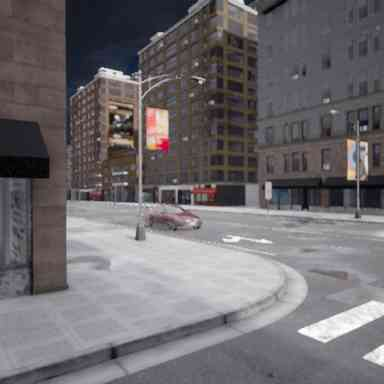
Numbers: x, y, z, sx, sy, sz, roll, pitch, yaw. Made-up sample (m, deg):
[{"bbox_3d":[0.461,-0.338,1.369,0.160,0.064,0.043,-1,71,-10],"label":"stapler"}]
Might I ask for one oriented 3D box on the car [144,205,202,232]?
[{"bbox_3d":[-1.316,1.524,20.488,1.812,1.442,4.674,0,0,-36],"label":"car"}]
